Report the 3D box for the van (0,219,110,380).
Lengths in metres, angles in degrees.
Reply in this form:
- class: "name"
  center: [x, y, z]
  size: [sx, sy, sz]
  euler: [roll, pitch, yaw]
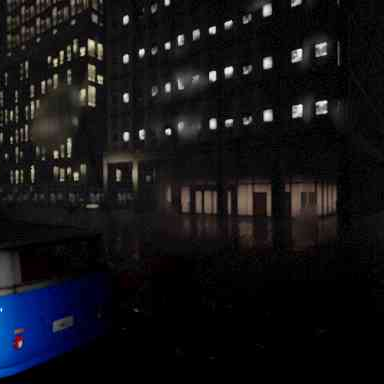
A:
- class: "van"
  center: [-3.044, 1.338, 5.061]
  size: [3.998, 1.788, 1.690]
  euler: [0, 0, 36]
